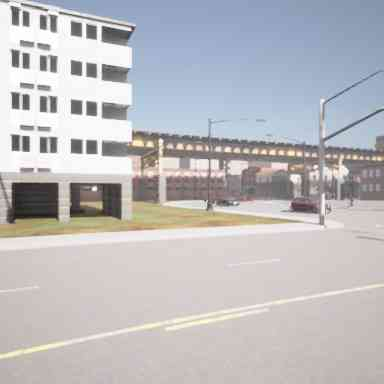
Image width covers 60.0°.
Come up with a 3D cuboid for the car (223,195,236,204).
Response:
[{"bbox_3d":[7.455,1.460,66.471,2.128,1.511,4.902,0,0,12],"label":"car"}]

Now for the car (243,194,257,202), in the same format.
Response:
[{"bbox_3d":[12.137,1.315,75.701,2.097,1.767,4.553,0,0,41],"label":"car"}]

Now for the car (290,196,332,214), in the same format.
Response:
[{"bbox_3d":[12.412,1.329,34.906,2.097,1.767,4.553,0,0,-25],"label":"car"}]

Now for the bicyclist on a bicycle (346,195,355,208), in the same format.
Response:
[{"bbox_3d":[20.612,1.270,43.291,1.656,1.620,0.582,0,0,-25],"label":"bicyclist on a bicycle"}]

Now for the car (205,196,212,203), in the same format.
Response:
[{"bbox_3d":[3.876,1.453,67.500,1.882,1.535,5.008,0,0,15],"label":"car"}]

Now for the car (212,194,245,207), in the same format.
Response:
[{"bbox_3d":[5.385,1.468,50.272,2.128,1.511,4.902,0,0,-22],"label":"car"}]
